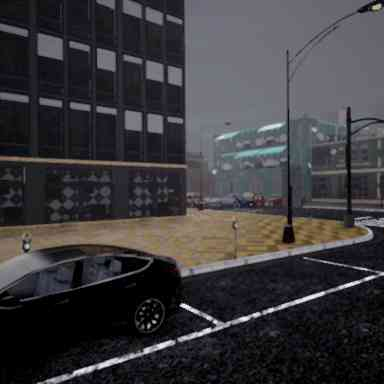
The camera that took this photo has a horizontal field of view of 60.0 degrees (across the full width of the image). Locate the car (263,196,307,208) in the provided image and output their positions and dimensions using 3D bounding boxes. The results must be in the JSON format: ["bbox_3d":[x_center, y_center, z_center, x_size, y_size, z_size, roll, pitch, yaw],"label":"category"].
[{"bbox_3d":[9.890,0.932,34.577,1.802,1.307,4.206,0,1,-36],"label":"car"}]

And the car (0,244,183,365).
[{"bbox_3d":[-2.153,1.551,5.018,4.313,1.339,1.947,-1,1,-35],"label":"car"}]

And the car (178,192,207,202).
[{"bbox_3d":[0.065,0.695,48.005,2.008,1.369,4.403,0,1,-36],"label":"car"}]

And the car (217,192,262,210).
[{"bbox_3d":[4.303,0.951,32.391,1.994,1.385,4.181,-1,1,-36],"label":"car"}]

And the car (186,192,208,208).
[{"bbox_3d":[-0.149,0.945,34.106,1.802,1.307,4.206,0,1,-36],"label":"car"}]
